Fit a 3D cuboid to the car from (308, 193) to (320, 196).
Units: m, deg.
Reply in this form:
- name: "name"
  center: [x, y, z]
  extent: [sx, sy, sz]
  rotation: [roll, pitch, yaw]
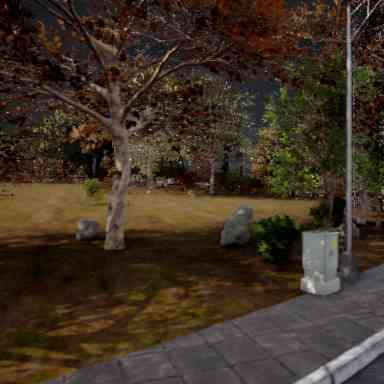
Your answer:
- name: "car"
  center: [29.981, 0.498, 80.306]
  extent: [2.163, 1.488, 4.792]
  rotation: [5, 1, 21]

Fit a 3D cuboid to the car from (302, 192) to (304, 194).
- name: "car"
  center: [27.419, 0.261, 81.347]
  extent: [2.097, 1.535, 5.008]
  rotation: [5, 1, 21]

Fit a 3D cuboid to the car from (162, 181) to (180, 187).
- name: "car"
  center: [-6.104, -2.282, 94.444]
  extent: [2.163, 1.488, 4.792]
  rotation: [4, 1, 21]

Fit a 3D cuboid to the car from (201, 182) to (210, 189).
- name: "car"
  center: [4.243, -1.698, 90.457]
  extent: [2.185, 1.767, 4.553]
  rotation: [4, 1, 21]
